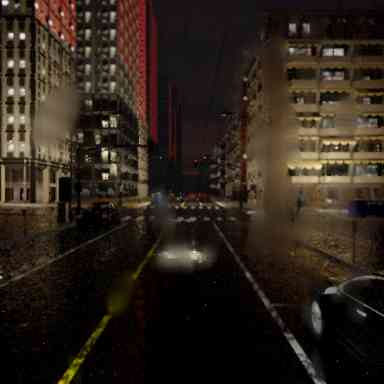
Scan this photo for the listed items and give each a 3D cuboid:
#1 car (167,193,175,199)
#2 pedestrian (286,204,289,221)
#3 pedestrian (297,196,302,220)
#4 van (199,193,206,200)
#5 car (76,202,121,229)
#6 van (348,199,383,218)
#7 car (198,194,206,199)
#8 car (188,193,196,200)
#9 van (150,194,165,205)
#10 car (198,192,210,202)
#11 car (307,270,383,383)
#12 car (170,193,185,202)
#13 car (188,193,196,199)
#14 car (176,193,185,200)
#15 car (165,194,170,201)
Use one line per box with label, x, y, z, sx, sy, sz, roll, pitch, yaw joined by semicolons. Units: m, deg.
car;-5.677;1.121;91.991;1.967;1.590;4.097;0;0;0
pedestrian;7.139;1.491;24.794;0.375;1.300;0.375;0;0;0
pedestrian;8.139;1.235;25.393;0.375;1.860;0.375;0;0;0
van;2.702;1.039;86.440;1.690;1.788;3.998;0;0;0
car;-5.688;1.360;20.661;1.967;1.590;4.097;0;0;0
van;16.935;1.583;31.391;3.998;1.788;1.690;1;-1;0
car;2.704;1.232;91.991;2.008;1.369;4.403;0;0;0
car;0.015;1.057;82.565;2.097;1.767;4.553;0;0;0
van;-5.683;1.145;53.135;1.690;1.788;3.998;0;0;0
car;2.700;1.065;69.787;2.192;1.841;5.009;0;0;0
car;2.690;1.536;3.714;2.008;1.369;4.403;0;0;0
car;-2.989;1.105;69.821;2.097;1.767;4.553;0;0;0
car;0.017;1.082;92.635;1.994;1.385;4.181;0;0;0
car;-2.986;1.042;85.426;2.097;1.767;4.553;0;0;0
car;-5.679;1.258;75.169;1.752;1.417;4.829;0;0;0
